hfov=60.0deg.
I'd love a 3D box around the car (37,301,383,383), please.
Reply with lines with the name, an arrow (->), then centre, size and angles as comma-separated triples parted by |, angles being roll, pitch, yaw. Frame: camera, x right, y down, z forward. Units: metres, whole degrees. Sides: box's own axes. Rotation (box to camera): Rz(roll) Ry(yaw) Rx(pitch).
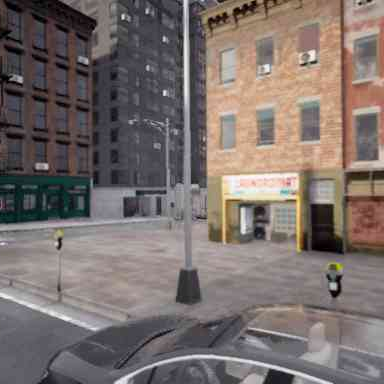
car -> 0.614, 1.552, 2.381 | 4.403, 1.369, 2.008 | 0, -1, 36

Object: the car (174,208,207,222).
car -> 0.051, 2.326, 34.243 | 1.994, 1.385, 4.181 | -1, -2, 36
